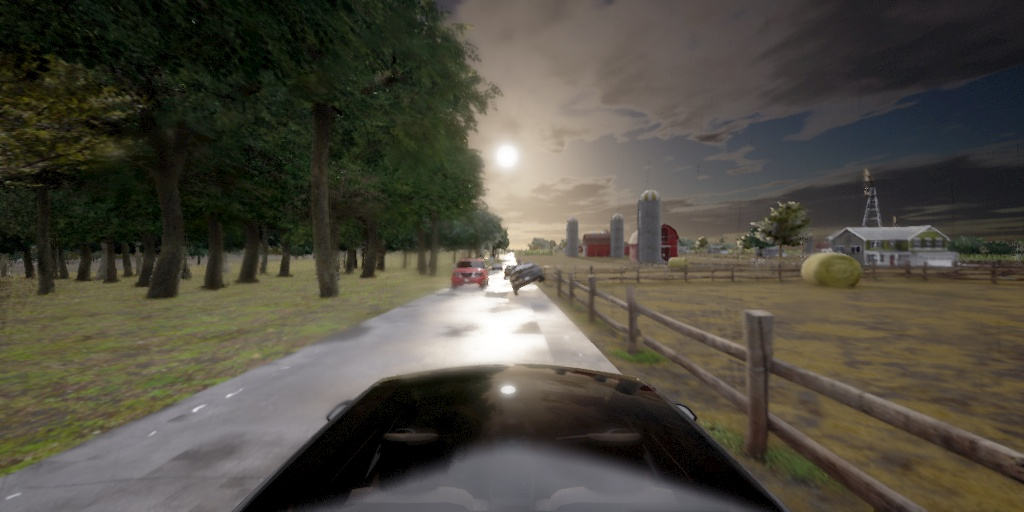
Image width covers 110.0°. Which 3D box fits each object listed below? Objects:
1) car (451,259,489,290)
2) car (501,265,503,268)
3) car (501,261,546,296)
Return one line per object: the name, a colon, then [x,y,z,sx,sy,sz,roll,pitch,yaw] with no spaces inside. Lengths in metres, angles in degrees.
car: [-2.841,1.209,25.317,2.150,2.045,5.566,0,-1,0]
car: [0.031,1.728,41.294,1.837,1.490,4.892,0,-1,1]
car: [0.740,1.149,21.083,1.882,1.535,5.008,-24,-3,-1]
